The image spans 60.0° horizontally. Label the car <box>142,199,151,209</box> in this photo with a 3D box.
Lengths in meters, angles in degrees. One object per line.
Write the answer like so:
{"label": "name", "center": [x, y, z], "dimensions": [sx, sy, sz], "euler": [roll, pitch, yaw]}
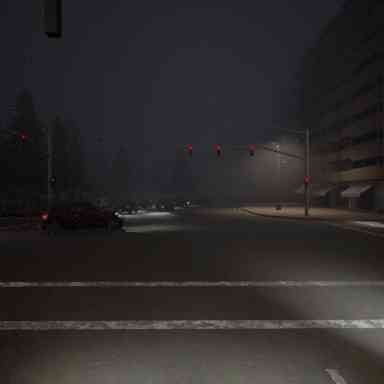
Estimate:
{"label": "car", "center": [-6.398, 1.601, 44.125], "dimensions": [1.895, 1.301, 4.718], "euler": [0, 0, 6]}

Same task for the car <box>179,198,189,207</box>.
{"label": "car", "center": [-1.891, 1.547, 50.358], "dimensions": [2.033, 1.411, 5.357], "euler": [0, 0, 15]}

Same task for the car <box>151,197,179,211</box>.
{"label": "car", "center": [-3.208, 1.491, 40.629], "dimensions": [2.128, 1.511, 4.902], "euler": [0, 0, 4]}

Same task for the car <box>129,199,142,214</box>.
{"label": "car", "center": [-6.945, 1.526, 35.047], "dimensions": [1.812, 1.442, 4.674], "euler": [0, 0, 2]}

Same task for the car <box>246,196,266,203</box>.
{"label": "car", "center": [13.156, 1.477, 68.031], "dimensions": [5.008, 1.535, 1.882], "euler": [0, 0, -41]}

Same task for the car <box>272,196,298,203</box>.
{"label": "car", "center": [18.520, 1.478, 67.542], "dimensions": [5.008, 1.535, 1.882], "euler": [0, 0, -33]}

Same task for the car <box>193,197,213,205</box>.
{"label": "car", "center": [2.003, 1.601, 59.585], "dimensions": [1.895, 1.301, 4.718], "euler": [0, 0, 31]}

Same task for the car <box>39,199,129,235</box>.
{"label": "car", "center": [-6.344, 1.382, 19.283], "dimensions": [4.553, 1.767, 2.097], "euler": [0, -1, -28]}

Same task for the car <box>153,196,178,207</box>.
{"label": "car", "center": [-4.269, 1.491, 53.968], "dimensions": [2.128, 1.511, 4.902], "euler": [0, 0, 20]}
